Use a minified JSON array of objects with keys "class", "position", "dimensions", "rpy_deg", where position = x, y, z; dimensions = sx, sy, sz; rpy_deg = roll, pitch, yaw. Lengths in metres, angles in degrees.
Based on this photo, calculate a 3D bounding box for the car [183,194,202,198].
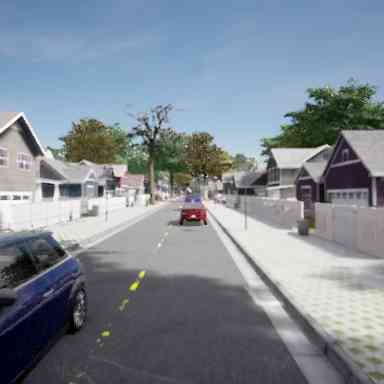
[{"class":"car","position":[0.101,1.218,42.160],"dimensions":[2.150,2.045,5.566],"rpy_deg":[0,0,0]}]

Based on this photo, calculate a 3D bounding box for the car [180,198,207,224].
[{"class":"car","position":[0.097,1.470,24.689],"dimensions":[1.882,1.535,5.008],"rpy_deg":[0,0,0]}]

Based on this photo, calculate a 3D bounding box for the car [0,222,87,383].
[{"class":"car","position":[-2.826,1.350,3.718],"dimensions":[2.097,1.767,4.553],"rpy_deg":[0,0,0]}]
